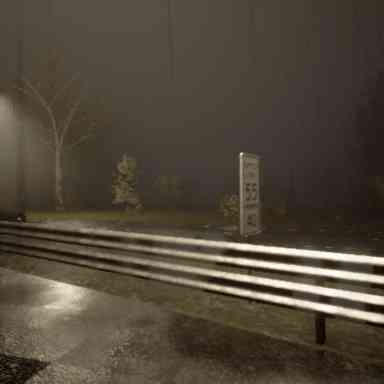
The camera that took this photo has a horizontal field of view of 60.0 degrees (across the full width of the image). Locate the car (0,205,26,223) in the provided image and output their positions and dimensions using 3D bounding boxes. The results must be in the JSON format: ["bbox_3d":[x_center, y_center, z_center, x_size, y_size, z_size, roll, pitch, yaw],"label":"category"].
[{"bbox_3d":[-13.930,1.650,23.027,5.008,1.535,1.882,0,0,17],"label":"car"}]
